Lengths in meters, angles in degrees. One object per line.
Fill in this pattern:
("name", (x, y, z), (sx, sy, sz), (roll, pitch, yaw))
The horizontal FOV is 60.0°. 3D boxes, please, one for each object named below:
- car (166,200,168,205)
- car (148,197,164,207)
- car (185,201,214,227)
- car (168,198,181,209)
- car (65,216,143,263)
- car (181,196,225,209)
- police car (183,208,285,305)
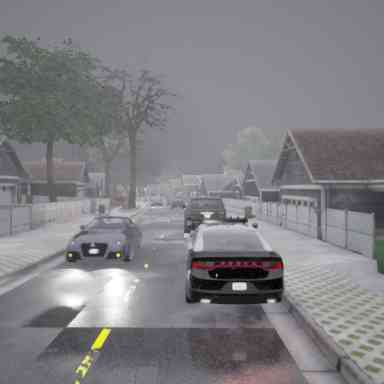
("car", (-3.749, 1.843, 61.872), (2.033, 1.411, 5.357), (0, -1, -8))
("car", (-5.797, 1.797, 55.236), (1.994, 1.385, 4.181), (0, -1, -7))
("car", (0.417, 1.490, 24.476), (1.801, 1.575, 5.366), (0, 0, -2))
("car", (-2.003, 1.655, 46.832), (1.837, 1.490, 4.892), (0, 0, -5))
("car", (-2.946, 1.574, 11.903), (1.994, 1.385, 4.181), (0, 0, -1))
("car", (0.641, 1.247, 18.288), (2.150, 2.045, 5.566), (0, 0, -2))
("police car", (0.807, 1.428, 8.315), (1.930, 1.638, 5.238), (0, 0, 0))
